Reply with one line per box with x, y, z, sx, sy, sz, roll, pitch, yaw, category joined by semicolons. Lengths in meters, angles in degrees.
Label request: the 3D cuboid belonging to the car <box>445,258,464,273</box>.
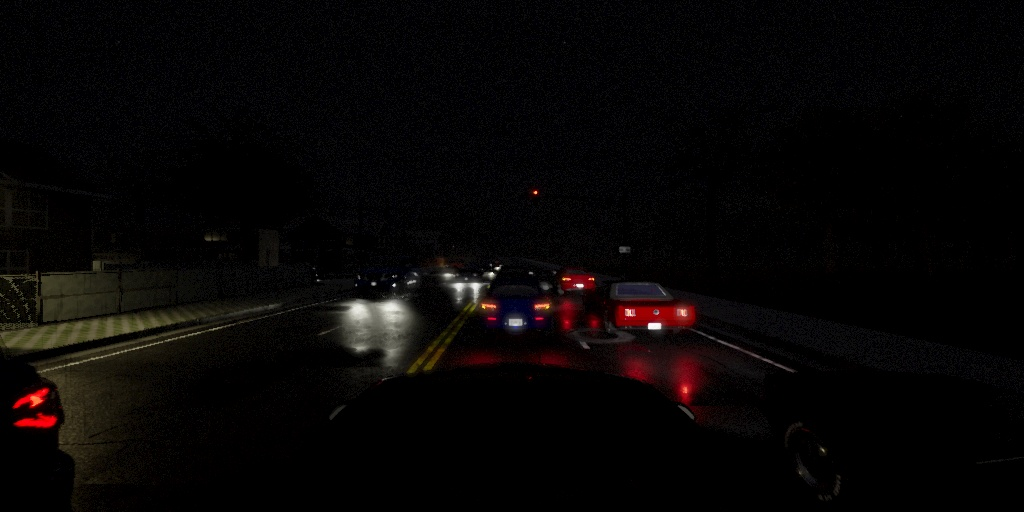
-6.568;1.095;42.422;2.097;1.767;4.553;0;0;0;car

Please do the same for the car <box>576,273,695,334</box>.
3.342;1.351;10.582;1.895;1.301;4.718;0;0;0;car

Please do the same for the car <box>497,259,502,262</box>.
-3.273;1.078;62.441;2.097;1.767;4.553;0;0;0;car

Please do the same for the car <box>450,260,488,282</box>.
-3.330;1.297;28.789;2.033;1.411;5.357;0;0;0;car

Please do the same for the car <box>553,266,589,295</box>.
3.323;1.276;19.690;1.812;1.442;4.674;0;0;0;car

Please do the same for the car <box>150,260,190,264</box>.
-28.436;1.148;30.444;4.553;1.767;2.097;0;0;0;car

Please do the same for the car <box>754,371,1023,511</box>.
3.348;1.351;1.414;1.895;1.301;4.718;0;0;0;car

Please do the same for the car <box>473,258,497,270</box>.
-3.313;1.094;45.051;2.097;1.767;4.553;0;0;0;car

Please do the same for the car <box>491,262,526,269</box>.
0.071;1.255;19.364;1.837;1.490;4.892;0;0;0;car

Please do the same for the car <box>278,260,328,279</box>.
-18.192;1.130;30.416;4.553;1.767;2.097;0;0;0;car

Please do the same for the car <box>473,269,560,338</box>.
0.089;1.276;10.102;1.812;1.442;4.674;0;0;0;car

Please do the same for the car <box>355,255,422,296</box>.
-6.586;0.971;19.827;2.150;2.045;5.566;0;0;0;car
